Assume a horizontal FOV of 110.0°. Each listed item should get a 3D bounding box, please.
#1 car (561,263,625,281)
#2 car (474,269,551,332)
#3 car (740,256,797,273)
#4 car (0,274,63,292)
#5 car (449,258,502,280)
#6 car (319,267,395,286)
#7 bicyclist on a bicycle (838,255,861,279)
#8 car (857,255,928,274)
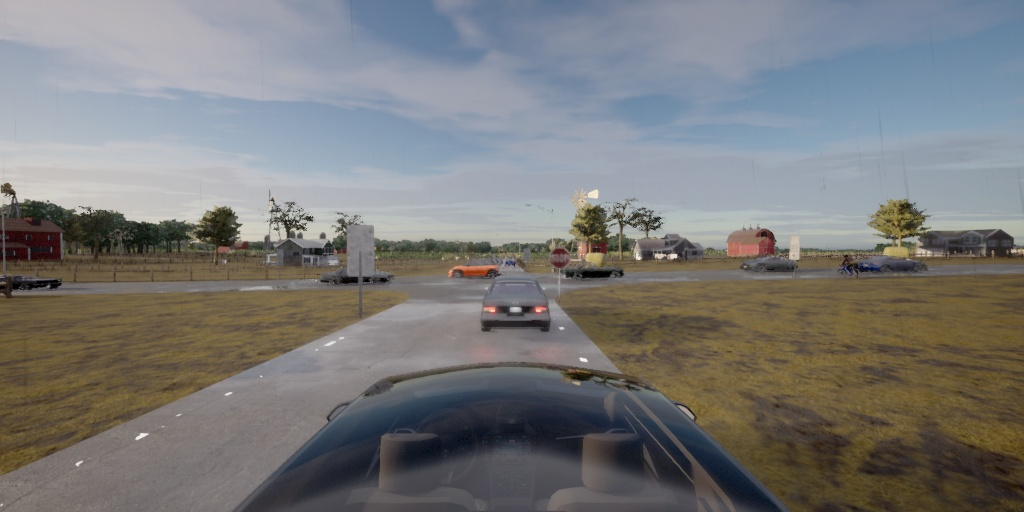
[{"bbox_3d":[6.347,1.198,28.185,4.718,1.301,1.895,-1,1,0],"label":"car"},{"bbox_3d":[0.100,1.294,10.835,2.033,1.411,5.357,0,0,0],"label":"car"},{"bbox_3d":[22.754,0.720,31.907,4.181,1.385,1.994,-1,1,0],"label":"car"},{"bbox_3d":[-38.519,2.081,28.067,4.718,1.301,1.895,-1,1,0],"label":"car"},{"bbox_3d":[-3.284,1.134,31.872,4.553,1.767,2.097,-1,0,0],"label":"car"},{"bbox_3d":[-12.096,1.539,28.126,5.357,1.411,2.033,-1,1,0],"label":"car"},{"bbox_3d":[22.825,0.745,24.314,0.582,1.620,1.656,-1,0,0],"label":"bicyclist on a bicycle"},{"bbox_3d":[29.850,0.630,28.224,4.181,1.385,1.994,-1,1,0],"label":"car"}]
